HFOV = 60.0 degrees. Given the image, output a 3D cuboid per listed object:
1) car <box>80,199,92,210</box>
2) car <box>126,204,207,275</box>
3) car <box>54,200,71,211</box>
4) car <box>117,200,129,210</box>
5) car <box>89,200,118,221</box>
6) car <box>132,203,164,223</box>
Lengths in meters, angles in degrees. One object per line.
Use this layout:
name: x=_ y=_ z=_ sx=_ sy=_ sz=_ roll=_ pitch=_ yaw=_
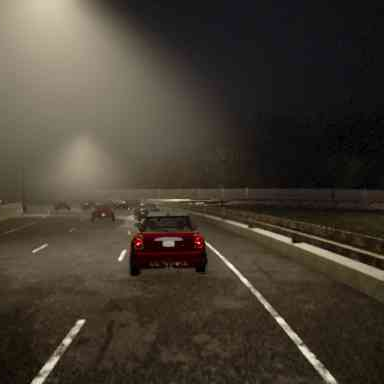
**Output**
car: x=-14.412 y=1.757 z=46.528 sx=1.812 sy=1.442 sz=4.674 roll=0 pitch=-1 yaw=-25
car: x=-0.813 y=1.399 z=10.894 sx=2.097 sy=1.767 sz=4.553 roll=0 pitch=0 yaw=-5
car: x=-17.924 y=1.764 z=45.797 sx=1.812 sy=1.442 sz=4.674 roll=0 pitch=-1 yaw=-26
car: x=-10.215 y=1.816 z=45.931 sx=1.895 sy=1.301 sz=4.718 roll=0 pitch=0 yaw=-24
car: x=-7.646 y=1.664 z=28.621 sx=1.812 sy=1.442 sz=4.674 roll=0 pitch=0 yaw=-15
car: x=-3.815 y=1.672 z=27.984 sx=2.033 sy=1.411 sz=5.357 roll=0 pitch=0 yaw=-15
